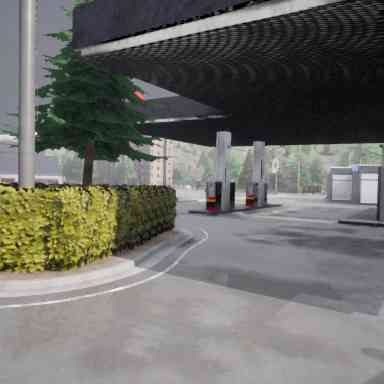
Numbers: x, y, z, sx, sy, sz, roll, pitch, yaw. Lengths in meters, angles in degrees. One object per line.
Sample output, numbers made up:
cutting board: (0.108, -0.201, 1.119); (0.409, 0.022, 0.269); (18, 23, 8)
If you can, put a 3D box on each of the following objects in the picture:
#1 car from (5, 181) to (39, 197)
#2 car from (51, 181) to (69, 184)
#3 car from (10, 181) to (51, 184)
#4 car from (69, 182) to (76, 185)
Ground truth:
car: (-21.724, -0.457, 42.413); (4.605, 1.855, 1.932); (2, 2, 35)
car: (-26.730, -1.251, 65.443); (3.866, 1.878, 1.905); (2, 2, 35)
car: (-17.194, -0.173, 35.194); (3.866, 1.878, 1.905); (2, 2, 35)
car: (-25.391, -1.278, 68.054); (4.605, 1.855, 1.932); (2, 2, 35)
